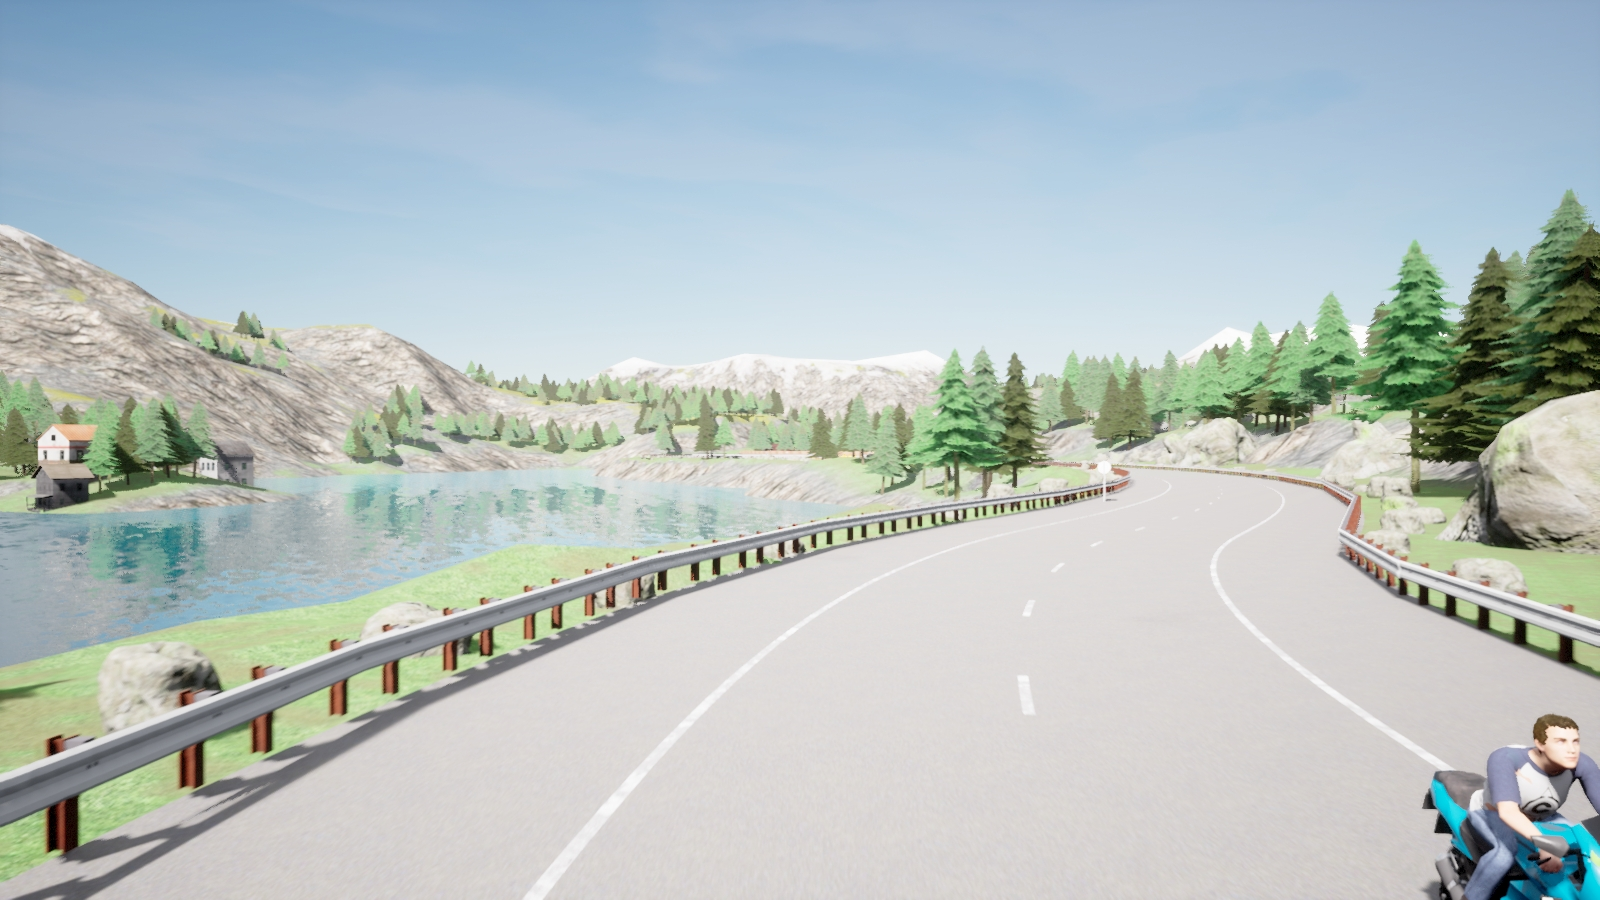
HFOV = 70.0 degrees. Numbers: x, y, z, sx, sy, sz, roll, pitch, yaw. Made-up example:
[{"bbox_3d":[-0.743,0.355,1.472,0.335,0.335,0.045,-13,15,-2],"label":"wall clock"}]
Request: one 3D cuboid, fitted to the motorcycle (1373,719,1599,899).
[{"bbox_3d":[3.660,2.177,5.607,0.803,1.217,2.033,0,0,4],"label":"motorcycle"}]
